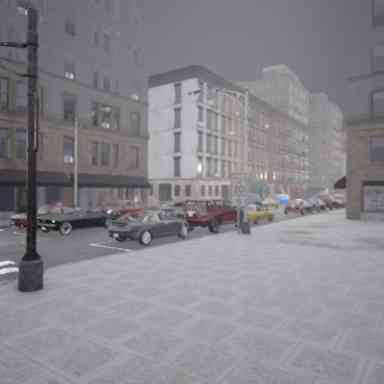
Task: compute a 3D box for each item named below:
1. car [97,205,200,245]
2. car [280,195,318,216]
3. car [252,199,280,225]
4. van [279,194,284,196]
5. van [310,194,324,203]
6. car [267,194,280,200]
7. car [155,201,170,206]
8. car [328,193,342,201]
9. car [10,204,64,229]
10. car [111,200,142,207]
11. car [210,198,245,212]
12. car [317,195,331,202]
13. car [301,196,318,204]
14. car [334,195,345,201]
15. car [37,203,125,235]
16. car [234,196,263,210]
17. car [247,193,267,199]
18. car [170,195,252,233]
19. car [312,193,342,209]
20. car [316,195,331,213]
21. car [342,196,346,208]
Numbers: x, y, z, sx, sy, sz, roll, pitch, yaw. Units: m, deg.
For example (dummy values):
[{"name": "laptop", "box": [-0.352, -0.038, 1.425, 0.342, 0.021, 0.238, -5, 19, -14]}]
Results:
[{"name": "car", "box": [-1.824, 1.524, 15.241, 2.008, 1.369, 4.403, 1, 0, 35]}, {"name": "car", "box": [10.628, 1.427, 32.936, 1.967, 1.590, 4.097, 1, 0, 35]}, {"name": "car", "box": [4.500, 1.505, 24.228, 1.752, 1.417, 4.829, 1, 0, 35]}, {"name": "van", "box": [13.405, 1.257, 50.825, 1.690, 1.788, 3.998, 1, 0, 35]}, {"name": "van", "box": [25.857, 1.273, 68.521, 1.690, 1.788, 3.998, 1, 0, 35]}, {"name": "car", "box": [10.193, 1.437, 46.263, 1.752, 1.417, 4.829, 1, 0, 35]}, {"name": "car", "box": [-0.478, 1.428, 26.692, 1.837, 1.490, 4.892, 1, 0, 35]}, {"name": "car", "box": [35.196, 1.255, 81.793, 2.192, 1.841, 5.009, 1, 0, 35]}, {"name": "car", "box": [-8.386, 1.436, 19.859, 1.887, 1.381, 4.507, 1, 0, 35]}, {"name": "car", "box": [-5.273, 1.334, 24.282, 1.967, 1.590, 4.097, 1, 0, 35]}, {"name": "car", "box": [4.065, 1.449, 37.555, 1.887, 1.381, 4.507, 1, 0, 35]}, {"name": "car", "box": [28.968, 1.480, 72.946, 1.887, 1.381, 4.507, 1, 0, 35]}, {"name": "car", "box": [22.742, 1.494, 64.098, 1.947, 1.339, 4.313, 1, 0, 35]}, {"name": "car", "box": [38.307, 1.487, 86.218, 1.887, 1.381, 4.507, 1, 0, 35]}, {"name": "car", "box": [-6.242, 1.518, 18.496, 1.895, 1.301, 4.718, 1, 0, 33]}, {"name": "car", "box": [7.179, 1.348, 41.978, 1.967, 1.590, 4.097, 1, 0, 35]}, {"name": "car", "box": [5.501, 1.152, 35.158, 2.150, 2.045, 5.566, 1, 0, 35]}, {"name": "car", "box": [1.291, 1.292, 19.663, 2.192, 1.841, 5.009, 1, 0, 35]}, {"name": "car", "box": [16.855, 1.309, 41.783, 2.192, 1.841, 5.009, 1, 0, 35]}, {"name": "car", "box": [13.741, 1.431, 37.360, 1.967, 1.590, 4.097, 1, 0, 35]}, {"name": "car", "box": [19.966, 1.580, 46.208, 1.802, 1.307, 4.206, 1, 0, 35]}]
